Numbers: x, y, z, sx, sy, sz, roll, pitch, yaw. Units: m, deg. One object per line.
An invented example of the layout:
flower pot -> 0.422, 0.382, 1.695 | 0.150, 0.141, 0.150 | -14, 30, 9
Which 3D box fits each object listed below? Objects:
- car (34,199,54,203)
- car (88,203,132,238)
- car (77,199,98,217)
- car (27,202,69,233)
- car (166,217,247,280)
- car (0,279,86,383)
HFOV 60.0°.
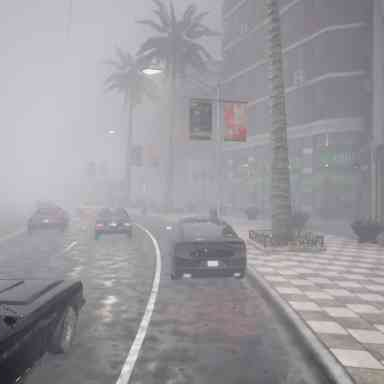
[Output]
car -> -15.733, 1.465, 35.626 | 1.882, 1.535, 5.008 | 0, 0, -28
car -> -4.200, 1.543, 17.673 | 2.033, 1.411, 5.357 | 0, 0, -14
car -> -9.534, 1.447, 30.938 | 1.801, 1.575, 5.366 | 0, 0, -26
car -> -8.529, 1.557, 19.999 | 1.994, 1.385, 4.181 | 0, 0, -17
car -> 0.266, 1.475, 10.020 | 1.882, 1.535, 5.008 | 0, 0, -5
car -> -2.707, 1.599, 3.171 | 1.895, 1.301, 4.718 | 0, 0, 3
